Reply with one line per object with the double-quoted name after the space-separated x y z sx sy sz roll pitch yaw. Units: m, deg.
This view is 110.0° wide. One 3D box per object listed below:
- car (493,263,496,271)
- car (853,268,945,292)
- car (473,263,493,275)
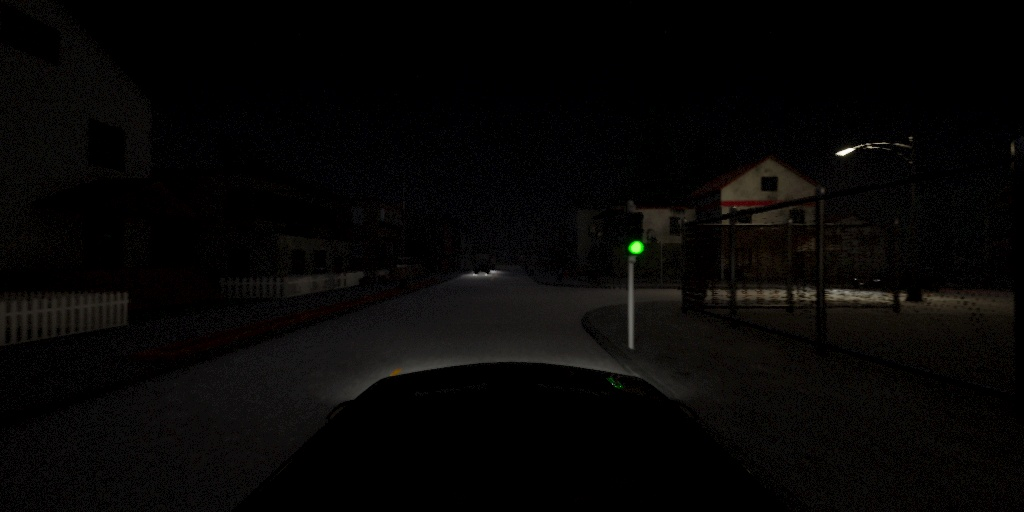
-3.944 1.924 64.304 1.895 1.301 4.718 0 -1 0 "car"
24.390 1.469 22.630 4.674 1.442 1.812 0 -1 0 "car"
-4.024 1.690 48.126 1.837 1.490 4.892 0 -1 0 "car"
